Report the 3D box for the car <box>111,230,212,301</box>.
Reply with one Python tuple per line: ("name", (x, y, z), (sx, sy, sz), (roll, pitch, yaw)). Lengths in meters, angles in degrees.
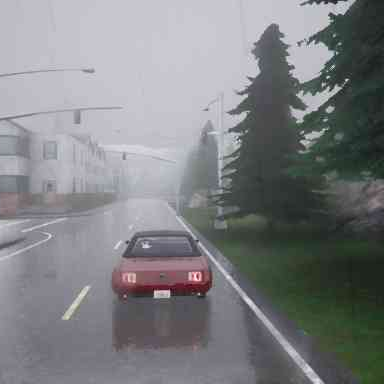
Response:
("car", (-0.741, 1.601, 8.359), (1.895, 1.301, 4.718), (0, 0, -5))
